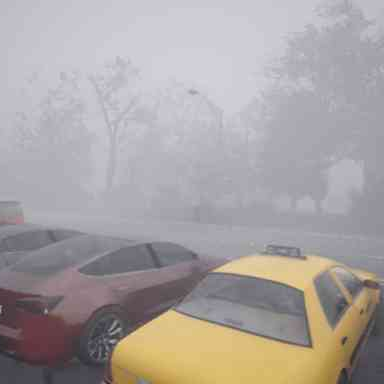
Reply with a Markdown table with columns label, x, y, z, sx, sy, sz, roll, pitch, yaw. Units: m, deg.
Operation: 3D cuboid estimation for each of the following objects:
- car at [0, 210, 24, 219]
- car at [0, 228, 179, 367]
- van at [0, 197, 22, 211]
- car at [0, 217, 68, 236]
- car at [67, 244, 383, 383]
| label | x | y | z | sx | sy | sz | roll | pitch | yaw |
| --- | --- | --- | --- | --- | --- | --- | --- | --- | --- |
| car | -5.555 | 1.434 | 9.150 | 2.163 | 1.488 | 4.792 | 1 | 0 | 36 |
| car | -1.037 | 1.477 | 5.924 | 2.163 | 1.488 | 4.792 | 1 | 0 | 36 |
| van | -7.898 | 1.156 | 10.644 | 1.878 | 1.987 | 4.442 | 1 | 0 | 36 |
| car | -3.296 | 1.455 | 7.537 | 2.163 | 1.488 | 4.792 | 1 | 0 | 36 |
| car | 1.314 | 1.466 | 4.438 | 1.946 | 1.575 | 5.366 | 1 | 0 | 36 |
